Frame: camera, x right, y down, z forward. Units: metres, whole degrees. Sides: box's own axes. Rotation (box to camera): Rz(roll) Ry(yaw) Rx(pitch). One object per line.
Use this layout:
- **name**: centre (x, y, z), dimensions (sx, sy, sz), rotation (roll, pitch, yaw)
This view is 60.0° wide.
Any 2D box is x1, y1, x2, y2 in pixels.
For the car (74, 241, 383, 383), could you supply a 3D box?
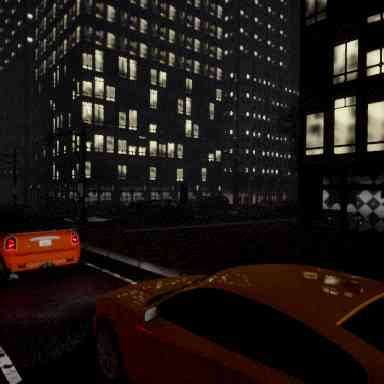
- **car**: centre (0.743, 1.476, 3.256), dimensions (1.882, 1.535, 5.008), rotation (0, 0, -40)

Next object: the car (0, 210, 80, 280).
- **car**: centre (-5.189, 1.347, 10.304), dimensions (2.097, 1.767, 4.553), rotation (0, 0, -40)

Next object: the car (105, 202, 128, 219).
- **car**: centre (-5.797, 1.642, 31.206), dimensions (4.674, 1.442, 1.812), rotation (1, 1, -38)

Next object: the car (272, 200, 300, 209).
- **car**: centre (14.403, 1.881, 50.969), dimensions (4.313, 1.339, 1.947), rotation (1, 0, -39)

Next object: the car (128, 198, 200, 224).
- **car**: centre (-2.181, 1.523, 26.684), dimensions (5.009, 1.841, 2.192), rotation (1, 0, -39)

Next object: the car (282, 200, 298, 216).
- **car**: centre (10.945, 1.935, 37.358), dimensions (4.206, 1.307, 1.802), rotation (1, 0, -39)

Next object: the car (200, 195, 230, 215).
- **car**: centre (1.882, 1.423, 37.430), dimensions (5.566, 2.045, 2.150), rotation (1, 1, -39)

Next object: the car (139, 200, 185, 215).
- **car**: centre (-3.228, 1.647, 36.635), dimensions (4.829, 1.417, 1.752), rotation (1, 0, -39)

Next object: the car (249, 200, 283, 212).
- **car**: centre (9.767, 1.814, 43.838), dimensions (4.674, 1.442, 1.812), rotation (1, 1, -39)

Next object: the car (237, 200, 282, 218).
- **car**: centre (6.701, 1.832, 33.907), dimensions (4.829, 1.417, 1.752), rotation (1, 0, -39)
